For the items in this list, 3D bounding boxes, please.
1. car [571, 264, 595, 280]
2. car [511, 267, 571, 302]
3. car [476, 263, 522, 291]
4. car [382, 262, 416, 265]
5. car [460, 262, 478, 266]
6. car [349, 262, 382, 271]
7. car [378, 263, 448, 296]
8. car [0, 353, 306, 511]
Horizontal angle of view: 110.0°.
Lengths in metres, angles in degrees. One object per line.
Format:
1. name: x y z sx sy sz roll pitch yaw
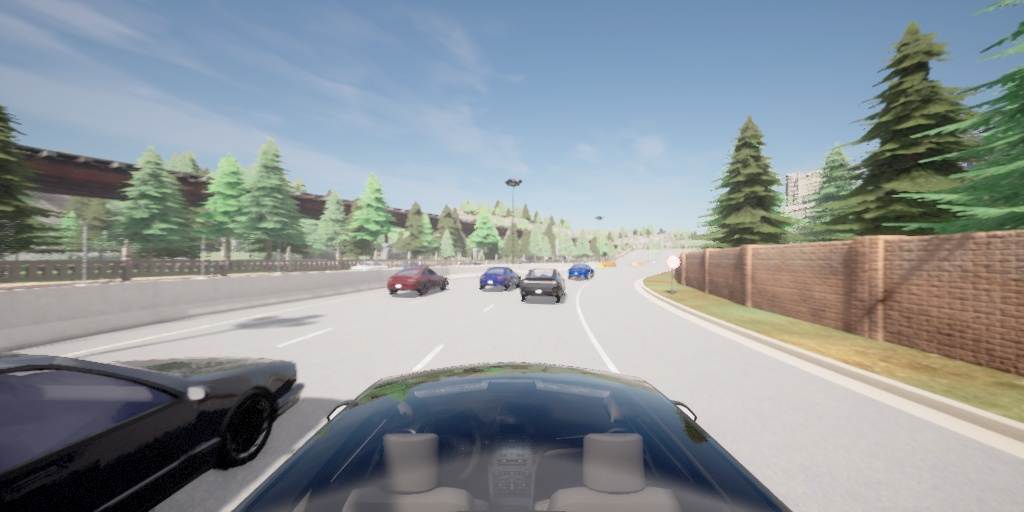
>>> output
1. car: 6.902 1.485 35.503 1.882 1.535 5.008 0 0 23
2. car: 1.608 1.345 17.699 2.128 1.511 4.902 1 0 11
3. car: -0.726 1.382 23.172 1.812 1.442 4.674 0 0 13
4. car: -10.971 1.370 38.287 2.033 1.411 5.357 1 0 20
5. car: -5.165 1.439 43.110 1.812 1.442 4.674 0 -1 24
6. car: -14.888 1.300 37.512 1.812 1.442 4.674 0 -1 19
7. car: -5.071 1.315 19.635 1.812 1.442 4.674 1 0 11
8. car: -3.388 1.260 1.777 2.033 1.411 5.357 1 0 0
